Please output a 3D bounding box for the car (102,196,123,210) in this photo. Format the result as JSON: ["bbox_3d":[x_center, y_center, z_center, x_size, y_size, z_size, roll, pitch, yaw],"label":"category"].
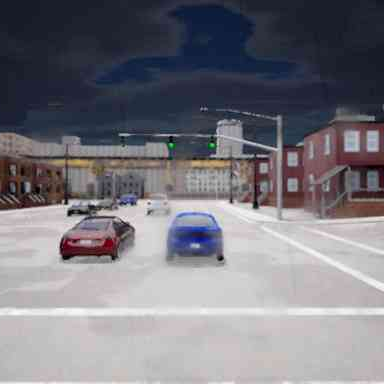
[{"bbox_3d":[-10.567,1.564,42.228,1.837,1.490,4.892,0,0,0],"label":"car"}]

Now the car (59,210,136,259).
[{"bbox_3d":[-3.399,1.582,12.664,1.994,1.385,4.181,0,0,0],"label":"car"}]

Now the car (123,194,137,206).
[{"bbox_3d":[-10.523,1.301,55.309,2.150,2.045,5.566,0,0,0],"label":"car"}]

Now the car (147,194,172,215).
[{"bbox_3d":[-3.402,1.271,35.022,2.150,2.045,5.566,0,0,0],"label":"car"}]

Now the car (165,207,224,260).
[{"bbox_3d":[0.100,1.496,12.575,1.882,1.535,5.008,0,0,0],"label":"car"}]

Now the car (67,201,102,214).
[{"bbox_3d":[-10.583,1.610,32.366,1.994,1.385,4.181,0,0,0],"label":"car"}]
